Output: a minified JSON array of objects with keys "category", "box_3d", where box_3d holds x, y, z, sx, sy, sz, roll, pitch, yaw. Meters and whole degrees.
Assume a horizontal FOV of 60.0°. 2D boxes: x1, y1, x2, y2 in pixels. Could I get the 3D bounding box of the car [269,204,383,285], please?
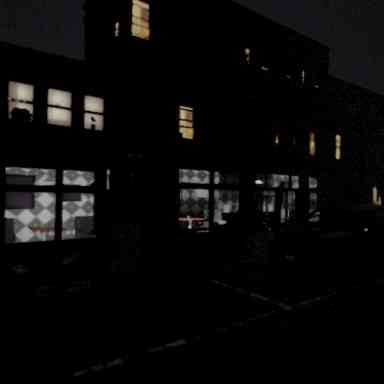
[{"category":"car","box_3d":[4.495,1.315,9.743,5.009,1.841,2.192,0,1,-35]}]
